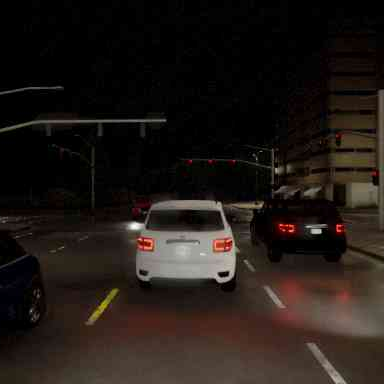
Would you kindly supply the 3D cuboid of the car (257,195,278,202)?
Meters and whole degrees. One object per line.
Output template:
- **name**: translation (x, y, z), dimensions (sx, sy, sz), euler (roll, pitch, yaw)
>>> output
- **car**: translation (18.243, 1.548, 80.267), dimensions (5.357, 1.411, 2.033), euler (0, 0, -33)

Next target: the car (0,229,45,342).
- **car**: translation (-3.600, 1.352, 3.877), dimensions (2.097, 1.767, 4.553), euler (0, 0, 0)

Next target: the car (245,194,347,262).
- **car**: translation (3.584, 1.223, 12.221), dimensions (2.150, 2.045, 5.566), euler (0, 0, 0)

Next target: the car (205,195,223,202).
- **car**: translation (5.094, 1.508, 77.436), dimensions (1.837, 1.490, 4.892), euler (0, 0, 38)

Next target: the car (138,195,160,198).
- **car**: translation (-3.588, 1.242, 27.779), dimensions (2.150, 2.045, 5.566), euler (0, 0, 0)

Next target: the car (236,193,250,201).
- **car**: translation (13.115, 1.234, 80.777), dimensions (5.566, 2.045, 2.150), euler (0, 0, -41)

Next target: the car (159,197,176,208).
- **car**: translation (-3.488, 1.553, 49.015), dimensions (2.033, 1.411, 5.357), euler (0, 0, 1)

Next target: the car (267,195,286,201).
- **car**: translation (21.885, 1.533, 86.290), dimensions (4.674, 1.442, 1.812), euler (0, 0, -22)

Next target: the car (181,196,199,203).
- **car**: translation (-0.369, 1.514, 67.887), dimensions (1.837, 1.490, 4.892), euler (0, -1, 21)

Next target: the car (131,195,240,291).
- **car**: translation (0.021, 1.222, 9.197), dimensions (2.150, 2.045, 5.566), euler (0, 0, 4)
